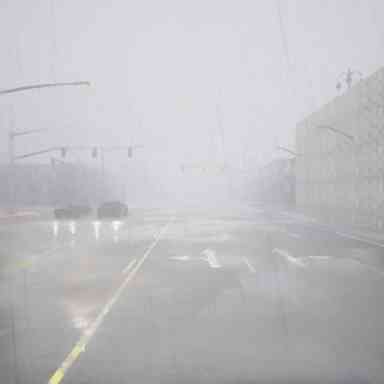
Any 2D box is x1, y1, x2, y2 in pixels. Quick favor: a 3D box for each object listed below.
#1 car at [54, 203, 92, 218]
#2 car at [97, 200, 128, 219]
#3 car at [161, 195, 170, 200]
[{"bbox_3d":[-10.500,1.653,29.620,1.895,1.301,4.718,0,0,0],"label":"car"},{"bbox_3d":[-7.000,1.510,29.650,1.882,1.535,5.008,0,0,0],"label":"car"},{"bbox_3d":[-7.000,1.448,87.893,1.837,1.490,4.892,0,0,0],"label":"car"}]
